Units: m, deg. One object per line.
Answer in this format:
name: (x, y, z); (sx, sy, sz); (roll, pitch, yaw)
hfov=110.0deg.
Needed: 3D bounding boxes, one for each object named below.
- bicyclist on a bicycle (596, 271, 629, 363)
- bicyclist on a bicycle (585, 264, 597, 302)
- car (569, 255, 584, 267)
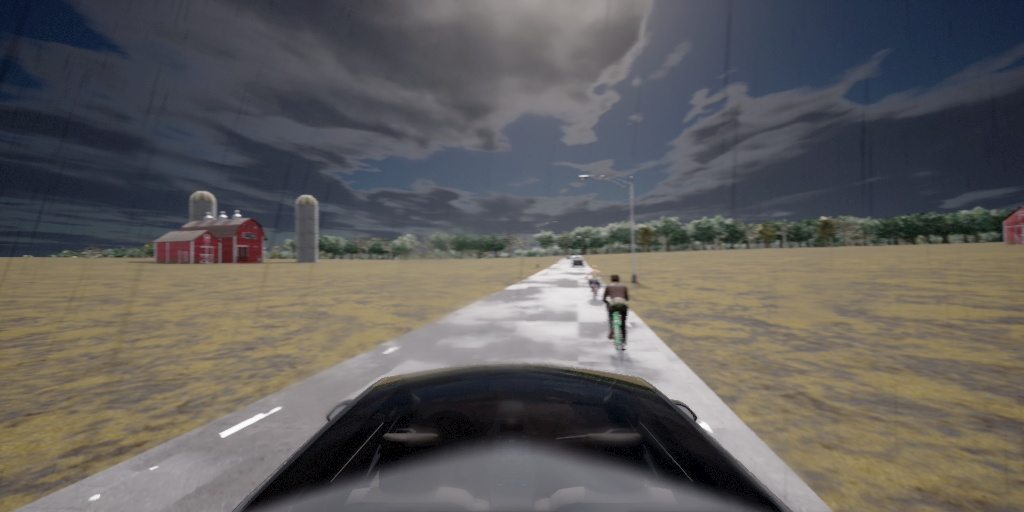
bicyclist on a bicycle: (2.102, 1.191, 7.191); (0.582, 1.620, 1.656); (-1, 0, 10)
bicyclist on a bicycle: (3.709, 1.182, 16.100); (0.866, 1.612, 1.509); (-1, 0, 10)
car: (11.113, 1.012, 60.486); (1.882, 1.535, 5.008); (-1, 1, 10)
